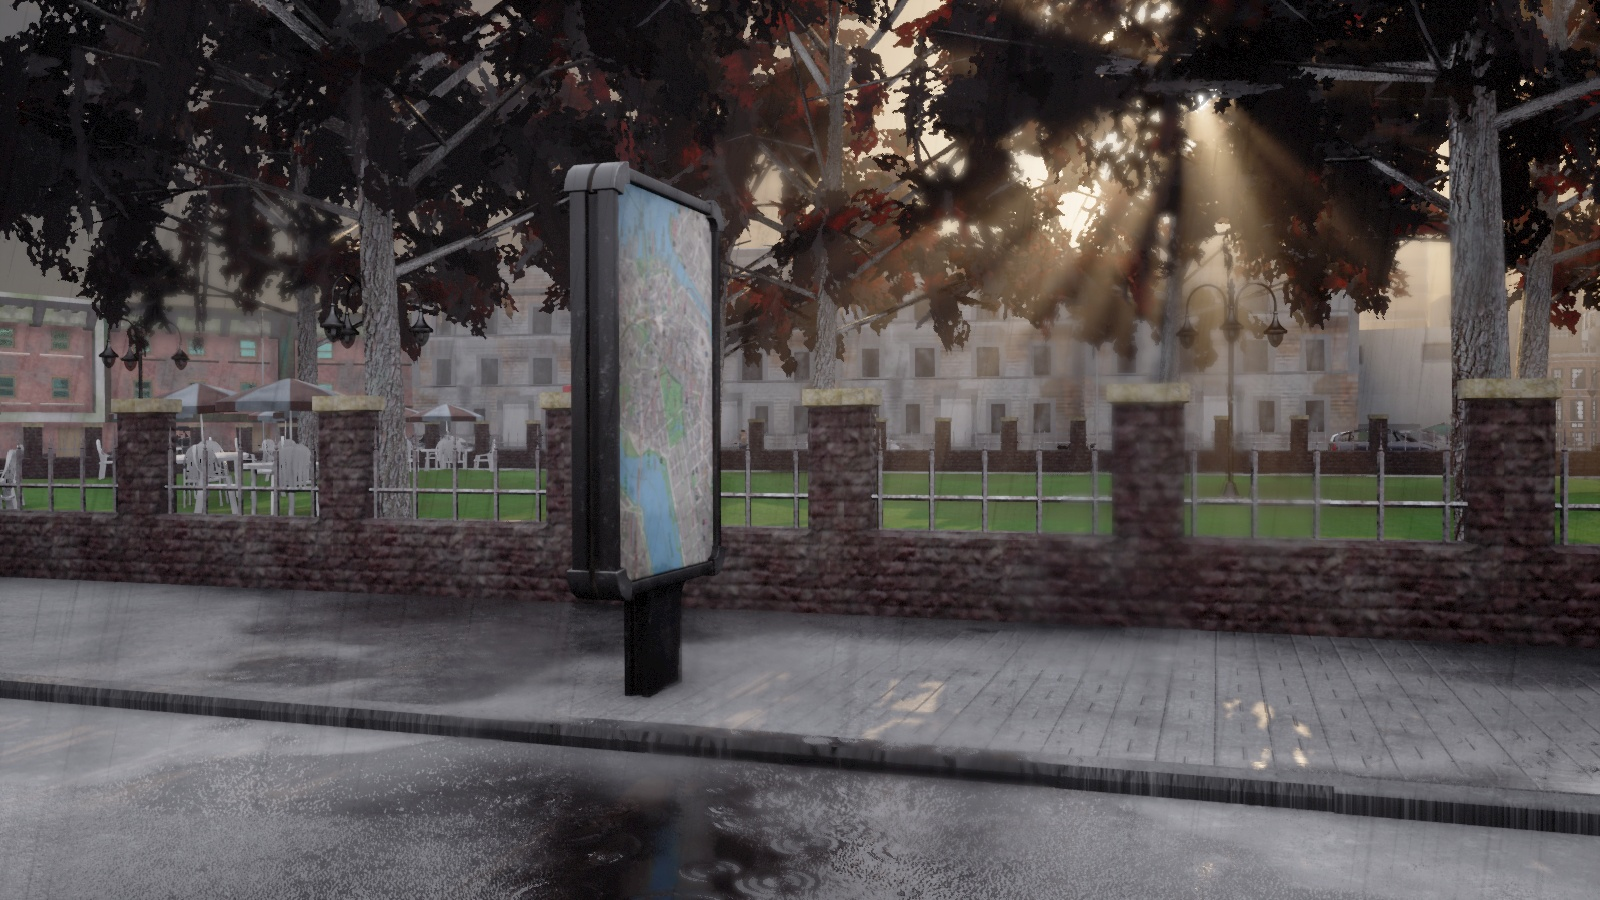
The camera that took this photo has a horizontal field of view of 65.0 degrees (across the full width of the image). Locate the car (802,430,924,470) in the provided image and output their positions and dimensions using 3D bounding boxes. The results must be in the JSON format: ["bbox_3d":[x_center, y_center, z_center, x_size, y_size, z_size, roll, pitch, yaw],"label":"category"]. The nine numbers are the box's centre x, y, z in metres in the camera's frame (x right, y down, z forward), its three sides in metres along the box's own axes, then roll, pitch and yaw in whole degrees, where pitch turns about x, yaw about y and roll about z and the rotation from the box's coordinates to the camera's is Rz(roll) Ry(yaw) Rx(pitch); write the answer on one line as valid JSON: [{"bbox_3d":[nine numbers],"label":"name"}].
[{"bbox_3d":[2.560,-0.027,50.565,4.514,1.525,2.007,1,1,18],"label":"car"}]

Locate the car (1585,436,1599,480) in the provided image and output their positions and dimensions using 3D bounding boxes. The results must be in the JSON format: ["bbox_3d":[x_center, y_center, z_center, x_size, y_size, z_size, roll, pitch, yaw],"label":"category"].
[{"bbox_3d":[28.829,0.278,41.844,4.193,1.474,1.816,1,1,18],"label":"car"}]

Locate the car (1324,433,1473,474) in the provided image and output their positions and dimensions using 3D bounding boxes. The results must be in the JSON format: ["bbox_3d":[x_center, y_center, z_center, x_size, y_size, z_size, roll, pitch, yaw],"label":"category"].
[{"bbox_3d":[22.816,0.099,48.058,4.902,1.511,2.128,1,1,18],"label":"car"}]

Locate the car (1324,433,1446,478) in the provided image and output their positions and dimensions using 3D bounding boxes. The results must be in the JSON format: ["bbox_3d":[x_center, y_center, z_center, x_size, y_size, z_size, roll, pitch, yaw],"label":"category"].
[{"bbox_3d":[20.685,0.169,44.551,3.705,1.549,1.789,0,1,18],"label":"car"}]

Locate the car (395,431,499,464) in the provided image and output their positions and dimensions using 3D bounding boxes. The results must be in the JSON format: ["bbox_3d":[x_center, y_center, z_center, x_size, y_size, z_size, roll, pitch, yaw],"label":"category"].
[{"bbox_3d":[-15.921,-0.127,56.697,4.193,1.474,1.816,0,1,15],"label":"car"}]

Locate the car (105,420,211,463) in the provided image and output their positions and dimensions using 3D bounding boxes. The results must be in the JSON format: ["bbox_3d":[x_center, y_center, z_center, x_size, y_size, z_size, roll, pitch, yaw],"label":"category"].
[{"bbox_3d":[-29.258,-0.404,57.337,1.905,1.878,3.866,1,1,40],"label":"car"}]
